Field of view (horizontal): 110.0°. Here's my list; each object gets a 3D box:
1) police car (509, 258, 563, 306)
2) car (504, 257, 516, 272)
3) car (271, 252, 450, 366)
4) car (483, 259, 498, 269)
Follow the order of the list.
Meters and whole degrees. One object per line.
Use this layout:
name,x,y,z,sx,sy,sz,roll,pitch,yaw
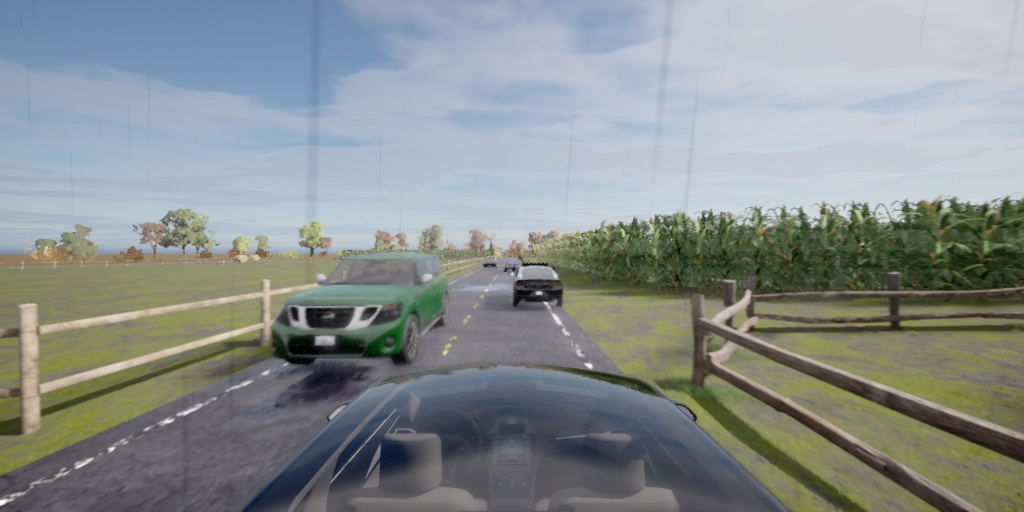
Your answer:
police car,0.961,1.083,15.173,1.930,1.638,5.238,0,0,0
car,0.064,1.031,41.081,2.033,1.411,5.357,0,0,0
car,-2.852,0.927,8.234,2.150,2.045,5.566,0,0,0
car,-2.837,1.042,47.439,1.895,1.301,4.718,0,0,0
